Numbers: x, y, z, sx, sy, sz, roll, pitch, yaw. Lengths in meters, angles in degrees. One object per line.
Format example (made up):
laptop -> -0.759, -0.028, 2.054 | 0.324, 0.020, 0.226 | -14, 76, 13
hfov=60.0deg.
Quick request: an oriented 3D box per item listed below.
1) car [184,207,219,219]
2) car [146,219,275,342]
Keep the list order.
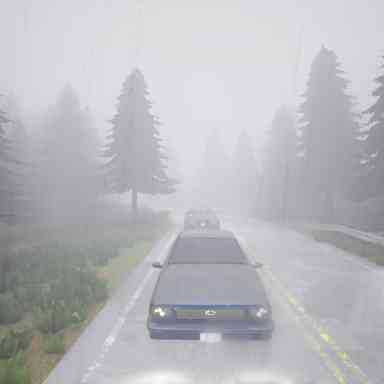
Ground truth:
car -> 0.522, 1.583, 19.938 | 1.994, 1.385, 4.181 | 0, 0, -2
car -> 0.308, 1.558, 7.103 | 2.033, 1.411, 5.357 | 0, 0, 1
